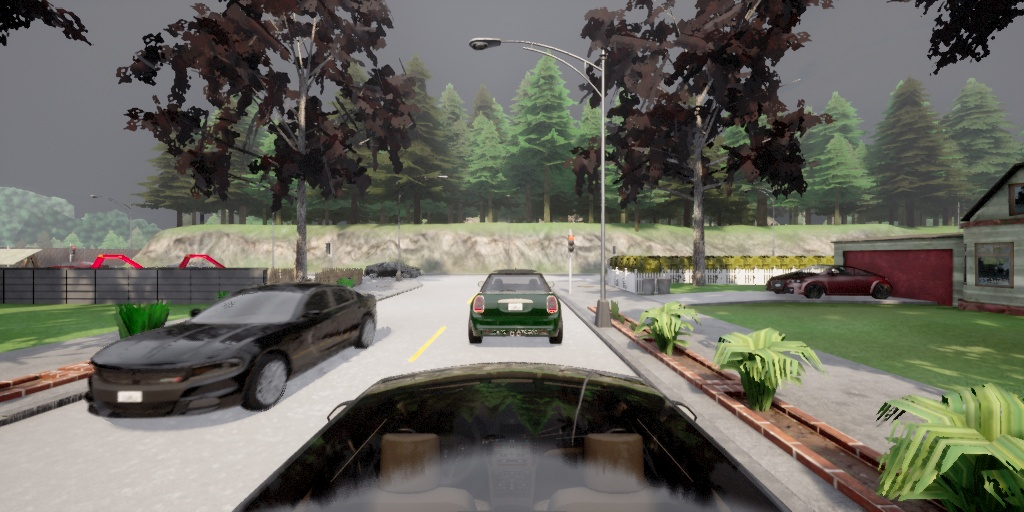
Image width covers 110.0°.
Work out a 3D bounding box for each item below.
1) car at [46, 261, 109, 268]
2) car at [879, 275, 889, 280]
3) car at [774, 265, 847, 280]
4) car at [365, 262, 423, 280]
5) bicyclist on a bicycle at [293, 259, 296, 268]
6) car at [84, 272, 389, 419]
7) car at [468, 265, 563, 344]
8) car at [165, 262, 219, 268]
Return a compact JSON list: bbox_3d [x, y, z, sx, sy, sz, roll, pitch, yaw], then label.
[{"bbox_3d":[-42.952,1.228,35.433,5.008,1.535,1.882,0,0,1],"label":"car"},{"bbox_3d":[39.187,1.102,34.722,4.553,1.767,2.097,0,0,1],"label":"car"},{"bbox_3d":[28.922,1.228,34.840,5.008,1.535,1.882,0,0,1],"label":"car"},{"bbox_3d":[-10.083,1.242,30.754,4.902,1.511,2.128,0,0,7],"label":"car"},{"bbox_3d":[-23.711,1.099,39.546,0.582,1.620,1.656,0,0,1],"label":"bicyclist on a bicycle"},{"bbox_3d":[-4.054,1.227,6.324,1.882,1.535,5.008,0,0,1],"label":"car"},{"bbox_3d":[0.108,1.102,9.759,2.097,1.767,4.553,0,0,1],"label":"car"},{"bbox_3d":[-27.288,1.241,31.185,4.902,1.511,2.128,0,0,1],"label":"car"}]
